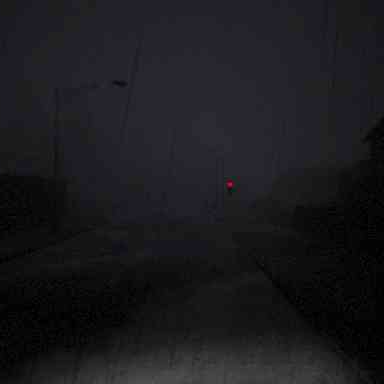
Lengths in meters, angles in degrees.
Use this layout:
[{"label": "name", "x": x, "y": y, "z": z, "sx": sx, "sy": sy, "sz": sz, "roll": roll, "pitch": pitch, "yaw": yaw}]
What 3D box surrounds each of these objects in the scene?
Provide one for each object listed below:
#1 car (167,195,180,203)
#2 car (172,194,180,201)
[{"label": "car", "x": -4.018, "y": 1.635, "z": 70.322, "sx": 2.097, "sy": 1.767, "sz": 4.553, "roll": 0, "pitch": 0, "yaw": 0}, {"label": "car", "x": -4.021, "y": 1.385, "z": 85.722, "sx": 1.882, "sy": 1.535, "sz": 5.008, "roll": 0, "pitch": 0, "yaw": 0}]
